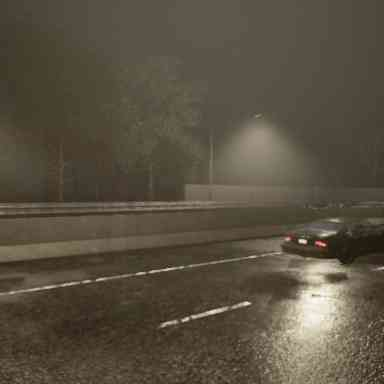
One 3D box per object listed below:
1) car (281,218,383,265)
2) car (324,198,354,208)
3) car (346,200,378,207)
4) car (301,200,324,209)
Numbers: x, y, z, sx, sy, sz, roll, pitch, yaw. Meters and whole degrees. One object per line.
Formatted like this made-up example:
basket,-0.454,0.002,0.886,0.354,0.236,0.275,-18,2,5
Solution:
car,5.570,1.645,12.060,5.357,1.411,2.033,1,0,-35
car,20.190,1.724,44.258,4.553,1.767,2.097,1,0,-35
car,21.364,1.963,40.802,4.718,1.301,1.895,1,0,-35
car,17.250,1.867,46.370,4.892,1.490,1.837,1,-1,-36
